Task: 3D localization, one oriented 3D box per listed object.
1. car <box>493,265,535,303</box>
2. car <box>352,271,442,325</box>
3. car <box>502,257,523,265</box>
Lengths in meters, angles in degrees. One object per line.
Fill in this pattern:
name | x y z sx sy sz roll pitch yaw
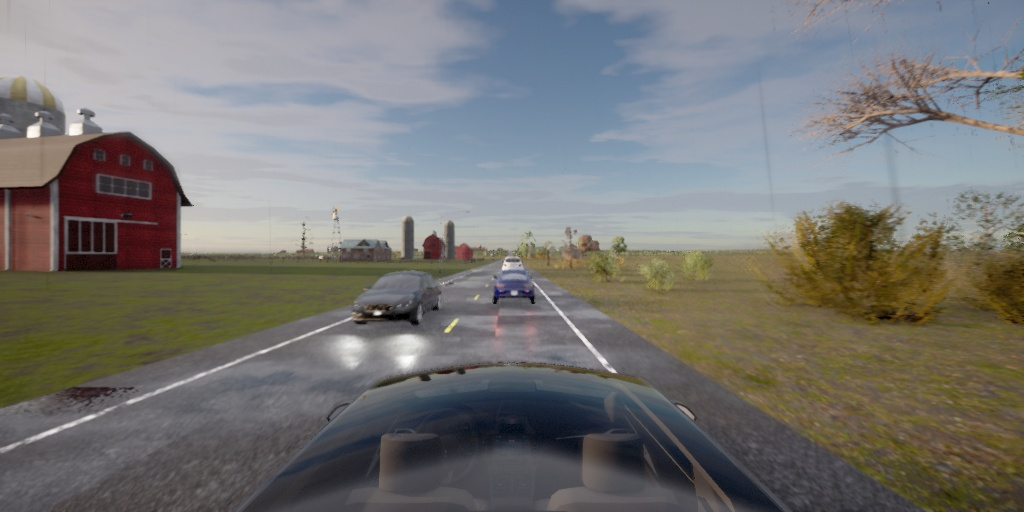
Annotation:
car | 0.091 1.336 16.887 1.812 1.442 4.674 0 0 0
car | -3.602 1.296 12.045 1.837 1.490 4.892 0 0 0
car | 0.086 1.123 40.605 2.150 2.045 5.566 0 0 0
